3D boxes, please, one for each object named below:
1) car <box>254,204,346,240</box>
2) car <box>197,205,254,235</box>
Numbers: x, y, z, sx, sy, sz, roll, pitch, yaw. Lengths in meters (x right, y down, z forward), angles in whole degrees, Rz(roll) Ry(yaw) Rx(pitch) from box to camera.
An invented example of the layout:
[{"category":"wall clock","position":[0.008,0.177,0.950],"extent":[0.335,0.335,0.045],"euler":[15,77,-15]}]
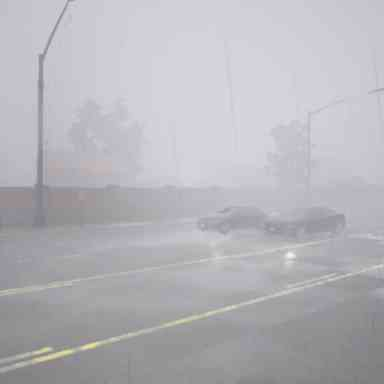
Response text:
[{"category":"car","position":[5.677,1.392,16.639],"extent":[5.008,1.535,1.882],"euler":[-1,0,-35]},{"category":"car","position":[2.452,1.456,18.638],"extent":[4.674,1.442,1.812],"euler":[-1,0,-35]}]
